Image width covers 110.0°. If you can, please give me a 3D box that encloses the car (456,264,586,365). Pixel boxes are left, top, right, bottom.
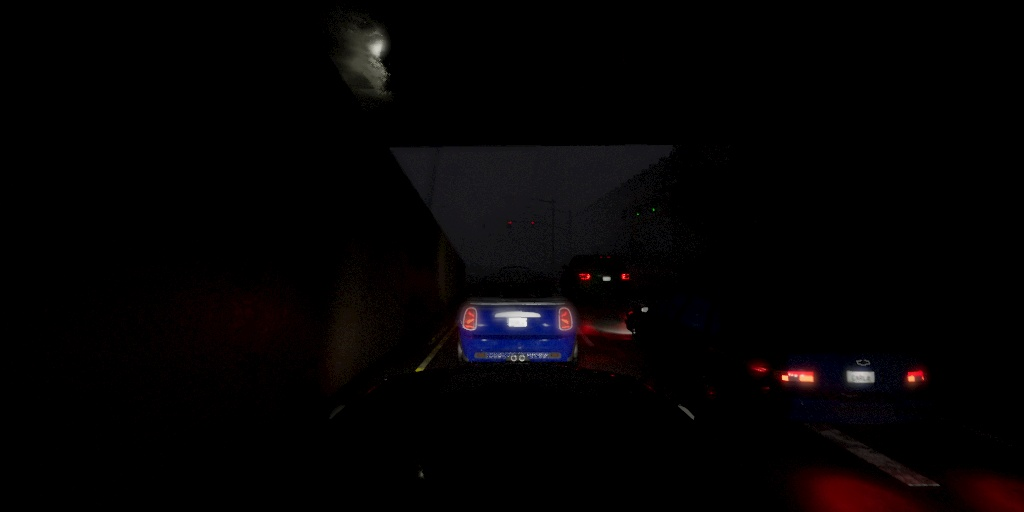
[{"bbox_3d":[0.108,1.102,7.984,2.097,1.767,4.553,0,0,0],"label":"car"}]

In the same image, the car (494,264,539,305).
[{"bbox_3d":[0.136,1.228,17.267,1.882,1.535,5.008,0,0,-1],"label":"car"}]

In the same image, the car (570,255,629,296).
[{"bbox_3d":[3.649,0.971,16.458,2.150,2.045,5.566,0,0,0],"label":"car"}]

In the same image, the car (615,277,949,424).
[{"bbox_3d":[3.612,1.297,6.212,2.033,1.411,5.357,0,0,0],"label":"car"}]
